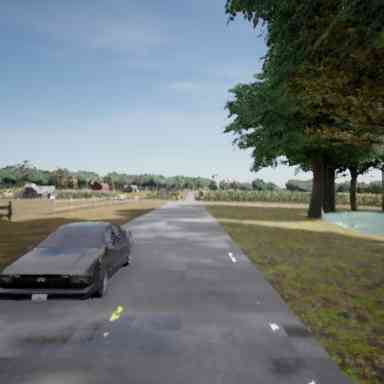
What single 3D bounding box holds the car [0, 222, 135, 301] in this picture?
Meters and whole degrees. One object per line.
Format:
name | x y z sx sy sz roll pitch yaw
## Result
car | -2.763 1.531 8.717 2.033 1.411 5.357 0 0 0
